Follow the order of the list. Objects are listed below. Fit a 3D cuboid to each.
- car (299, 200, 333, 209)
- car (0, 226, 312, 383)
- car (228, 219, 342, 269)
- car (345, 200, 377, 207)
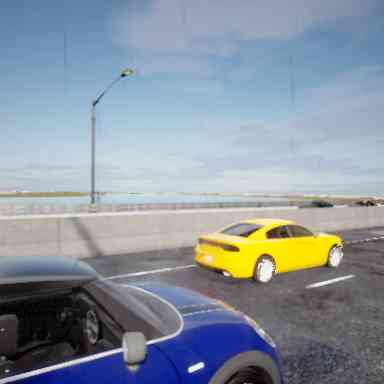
[{"bbox_3d":[15.077,1.722,40.268,5.008,1.535,1.882,0,0,-35],"label":"car"},{"bbox_3d":[-1.312,1.354,2.803,4.553,1.767,2.097,1,0,-36],"label":"car"},{"bbox_3d":[2.428,1.529,9.763,5.008,1.535,1.882,0,0,-35],"label":"car"},{"bbox_3d":[20.074,1.774,39.466,4.892,1.490,1.837,1,0,-35],"label":"car"}]
